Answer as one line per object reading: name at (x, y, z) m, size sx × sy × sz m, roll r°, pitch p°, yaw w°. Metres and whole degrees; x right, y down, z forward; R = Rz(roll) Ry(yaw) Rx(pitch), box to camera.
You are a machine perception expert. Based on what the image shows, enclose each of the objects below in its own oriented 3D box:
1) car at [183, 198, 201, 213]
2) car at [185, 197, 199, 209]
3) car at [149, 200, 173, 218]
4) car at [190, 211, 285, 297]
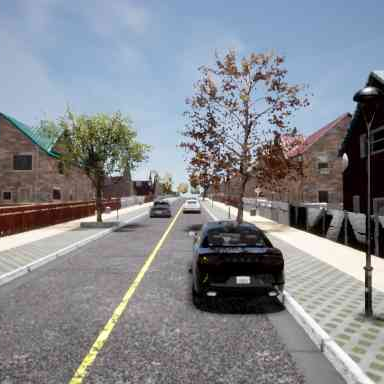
car at (0.007, 1.573, 36.944) m, size 1.812 × 1.442 × 4.674 m, roll 0°, pitch 0°, yaw 0°
car at (-0.033, 1.540, 47.185) m, size 1.882 × 1.535 × 5.008 m, roll 0°, pitch 0°, yaw 0°
car at (-2.805, 1.542, 30.500) m, size 1.837 × 1.490 × 4.892 m, roll 0°, pitch 0°, yaw 0°
car at (0.948, 1.487, 8.664) m, size 1.882 × 1.535 × 5.008 m, roll 0°, pitch 0°, yaw 0°
